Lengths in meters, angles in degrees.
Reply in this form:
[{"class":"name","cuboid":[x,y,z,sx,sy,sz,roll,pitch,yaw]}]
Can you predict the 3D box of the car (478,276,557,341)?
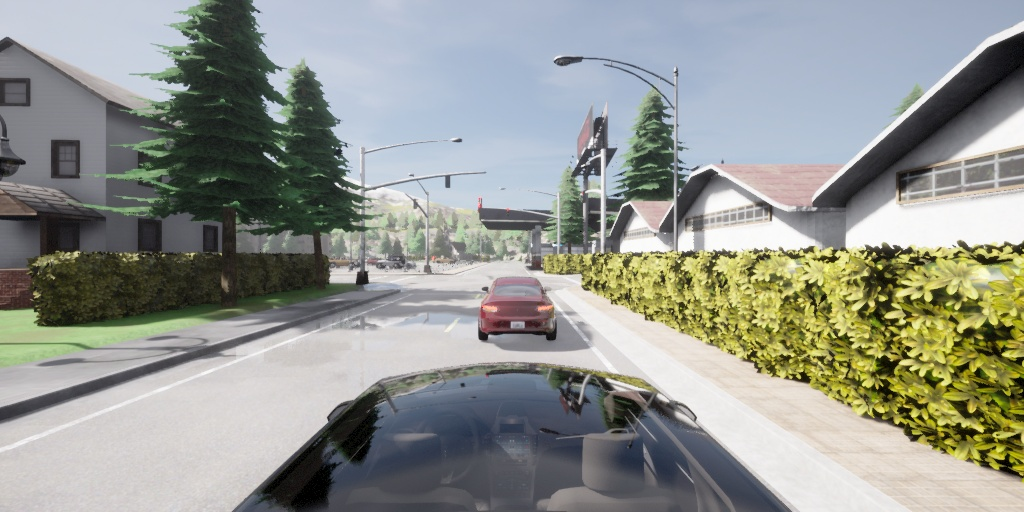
[{"class":"car","cuboid":[0.127,1.276,9.791,1.812,1.442,4.674,0,0,0]}]
